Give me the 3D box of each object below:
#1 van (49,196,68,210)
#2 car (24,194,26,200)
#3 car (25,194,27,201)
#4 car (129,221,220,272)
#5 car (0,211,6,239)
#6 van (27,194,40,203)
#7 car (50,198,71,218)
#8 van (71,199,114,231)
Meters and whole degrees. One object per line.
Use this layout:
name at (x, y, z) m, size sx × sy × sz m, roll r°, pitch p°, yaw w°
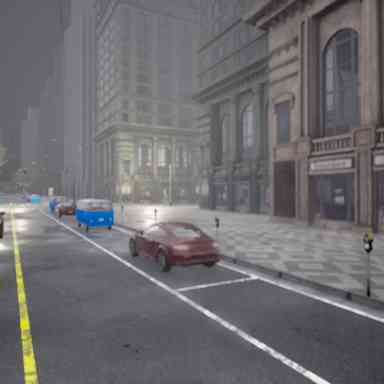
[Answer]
van at (-13.963, 1.344, 34.865) m, size 1.690 × 1.788 × 3.998 m, roll 0°, pitch 0°, yaw -29°
car at (-37.429, 1.583, 77.665) m, size 1.887 × 1.381 × 4.507 m, roll 0°, pitch 0°, yaw -29°
car at (-34.828, 1.598, 72.918) m, size 1.947 × 1.339 × 4.313 m, roll 0°, pitch 0°, yaw -29°
car at (-0.695, 1.582, 10.635) m, size 1.802 × 1.307 × 4.206 m, roll 0°, pitch 0°, yaw -29°
car at (-10.560, 1.353, 16.622) m, size 2.097 × 1.767 × 4.553 m, roll 0°, pitch 0°, yaw -29°
van at (-32.226, 1.368, 68.171) m, size 1.690 × 1.788 × 3.998 m, roll 0°, pitch 0°, yaw -29°
car at (-11.310, 1.546, 30.019) m, size 1.887 × 1.381 × 4.507 m, roll 0°, pitch 0°, yaw -29°
van at (-6.002, 1.341, 20.328) m, size 1.690 × 1.788 × 3.998 m, roll 0°, pitch 0°, yaw -29°
